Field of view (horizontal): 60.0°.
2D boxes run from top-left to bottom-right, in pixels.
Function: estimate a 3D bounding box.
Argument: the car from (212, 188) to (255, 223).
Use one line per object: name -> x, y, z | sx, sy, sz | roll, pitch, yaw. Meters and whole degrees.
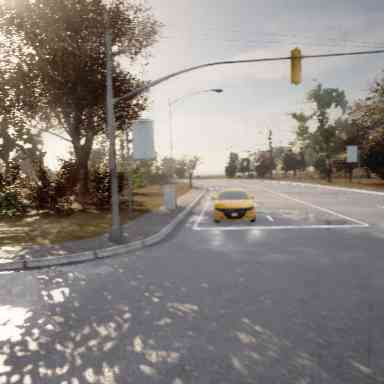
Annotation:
car -> 2.065, 0.570, 16.814 | 1.882, 1.535, 5.008 | -2, 3, 6
